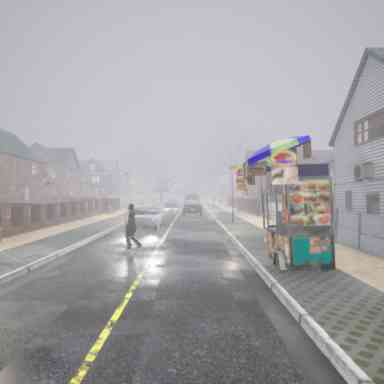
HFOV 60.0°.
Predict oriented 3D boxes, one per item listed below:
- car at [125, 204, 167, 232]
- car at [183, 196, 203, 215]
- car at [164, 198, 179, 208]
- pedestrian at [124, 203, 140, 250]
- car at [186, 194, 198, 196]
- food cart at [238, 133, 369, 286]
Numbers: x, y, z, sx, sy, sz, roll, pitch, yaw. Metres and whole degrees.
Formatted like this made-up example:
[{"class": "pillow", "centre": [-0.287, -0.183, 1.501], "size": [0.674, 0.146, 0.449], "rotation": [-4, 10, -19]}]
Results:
[{"class": "car", "centre": [-2.868, 1.620, 20.632], "size": [1.895, 1.301, 4.718], "rotation": [0, 0, 0]}, {"class": "car", "centre": [0.060, 1.517, 33.823], "size": [1.882, 1.535, 5.008], "rotation": [0, 0, 0]}, {"class": "car", "centre": [-2.889, 1.631, 48.372], "size": [1.994, 1.385, 4.181], "rotation": [0, 0, 0]}, {"class": "pedestrian", "centre": [-2.370, 1.304, 13.001], "size": [0.375, 1.860, 0.375], "rotation": [2, -2, 0]}, {"class": "car", "centre": [0.033, 1.284, 45.803], "size": [2.150, 2.045, 5.566], "rotation": [0, 0, 0]}, {"class": "food cart", "centre": [2.944, 0.475, 10.191], "size": [2.280, 3.560, 4.660], "rotation": [-2, -2, 0]}]
